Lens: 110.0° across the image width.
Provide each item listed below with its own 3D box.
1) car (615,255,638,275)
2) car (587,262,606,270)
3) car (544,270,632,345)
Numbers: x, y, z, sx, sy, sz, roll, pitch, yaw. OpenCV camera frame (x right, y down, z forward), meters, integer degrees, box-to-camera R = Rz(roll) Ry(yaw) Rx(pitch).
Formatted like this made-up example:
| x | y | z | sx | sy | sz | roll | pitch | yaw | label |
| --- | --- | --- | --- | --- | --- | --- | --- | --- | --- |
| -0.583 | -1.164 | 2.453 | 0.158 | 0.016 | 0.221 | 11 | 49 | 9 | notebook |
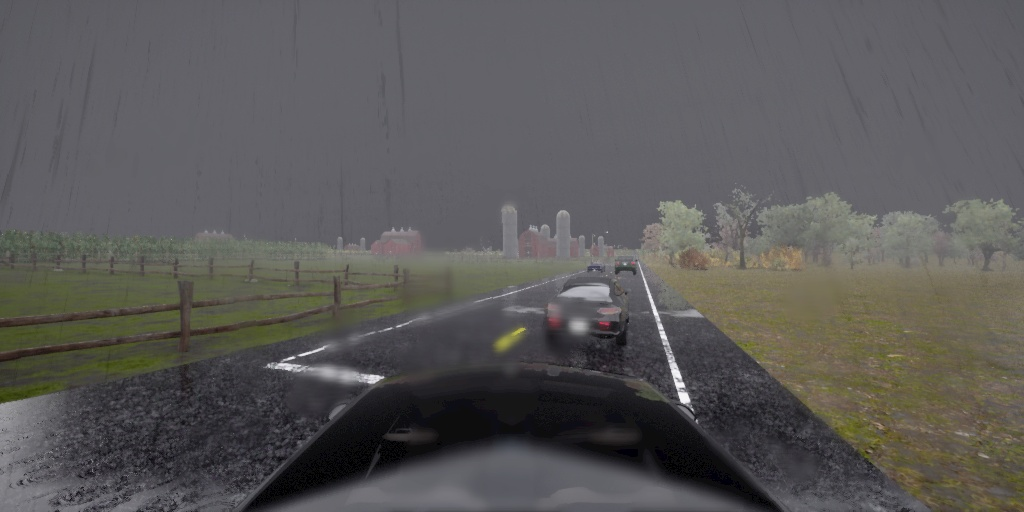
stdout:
| x | y | z | sx | sy | sz | roll | pitch | yaw | label |
| --- | --- | --- | --- | --- | --- | --- | --- | --- | --- |
| 12.553 | 0.961 | 39.473 | 2.150 | 2.045 | 5.566 | 0 | 0 | 20 | car |
| 10.340 | 1.340 | 43.910 | 1.895 | 1.301 | 4.718 | 0 | 0 | 19 | car |
| 2.127 | 1.274 | 9.532 | 1.812 | 1.442 | 4.674 | 0 | 0 | 19 | car |
